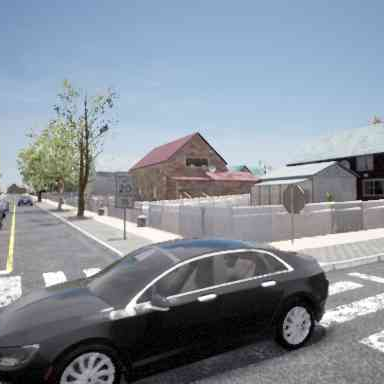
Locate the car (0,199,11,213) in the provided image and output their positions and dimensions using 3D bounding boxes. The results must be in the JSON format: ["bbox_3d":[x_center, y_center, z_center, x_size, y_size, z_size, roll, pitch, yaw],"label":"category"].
[{"bbox_3d":[-22.213,1.539,38.574,2.033,1.411,5.357,0,0,-27],"label":"car"}]

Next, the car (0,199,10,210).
[{"bbox_3d":[-17.347,1.596,29.298,1.895,1.301,4.718,0,0,-28],"label":"car"}]

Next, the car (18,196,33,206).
[{"bbox_3d":[-26.594,1.339,53.048,2.097,1.767,4.553,0,0,-27],"label":"car"}]

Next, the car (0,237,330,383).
[{"bbox_3d":[-0.171,1.493,4.842,4.892,1.490,1.837,-1,1,-28],"label":"car"}]

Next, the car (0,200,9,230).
[{"bbox_3d":[-12.743,1.489,20.587,2.128,1.511,4.902,0,0,-28],"label":"car"}]
